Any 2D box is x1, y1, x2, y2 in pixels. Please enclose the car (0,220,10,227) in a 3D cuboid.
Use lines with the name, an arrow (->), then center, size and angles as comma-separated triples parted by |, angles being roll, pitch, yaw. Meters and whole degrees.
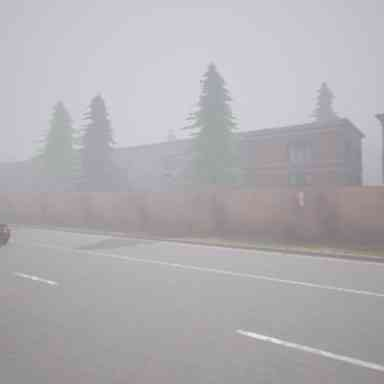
car -> -10.419, 1.781, 15.866 | 4.674, 1.442, 1.812 | -1, -1, 36

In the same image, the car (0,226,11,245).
car -> -7.601, 1.714, 9.509 | 5.357, 1.411, 2.033 | -1, -1, 36
